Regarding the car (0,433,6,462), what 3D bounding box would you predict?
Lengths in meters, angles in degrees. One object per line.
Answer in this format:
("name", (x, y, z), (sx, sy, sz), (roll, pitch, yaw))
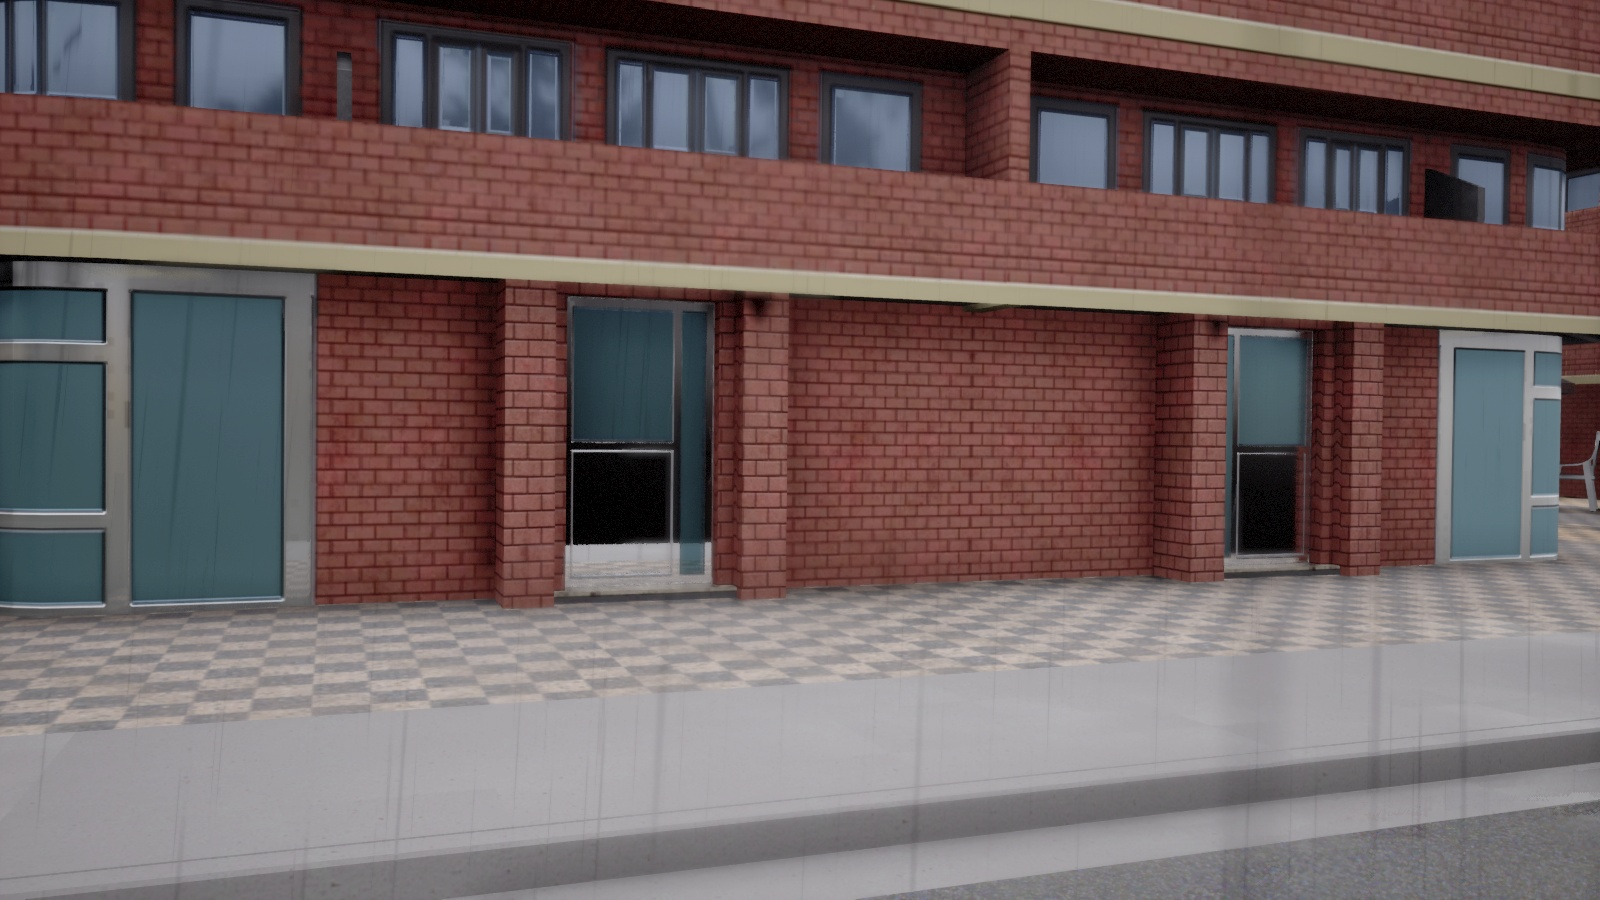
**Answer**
("car", (-51.536, -0.134, 79.061), (1.905, 1.878, 3.866), (-1, 1, -21))
